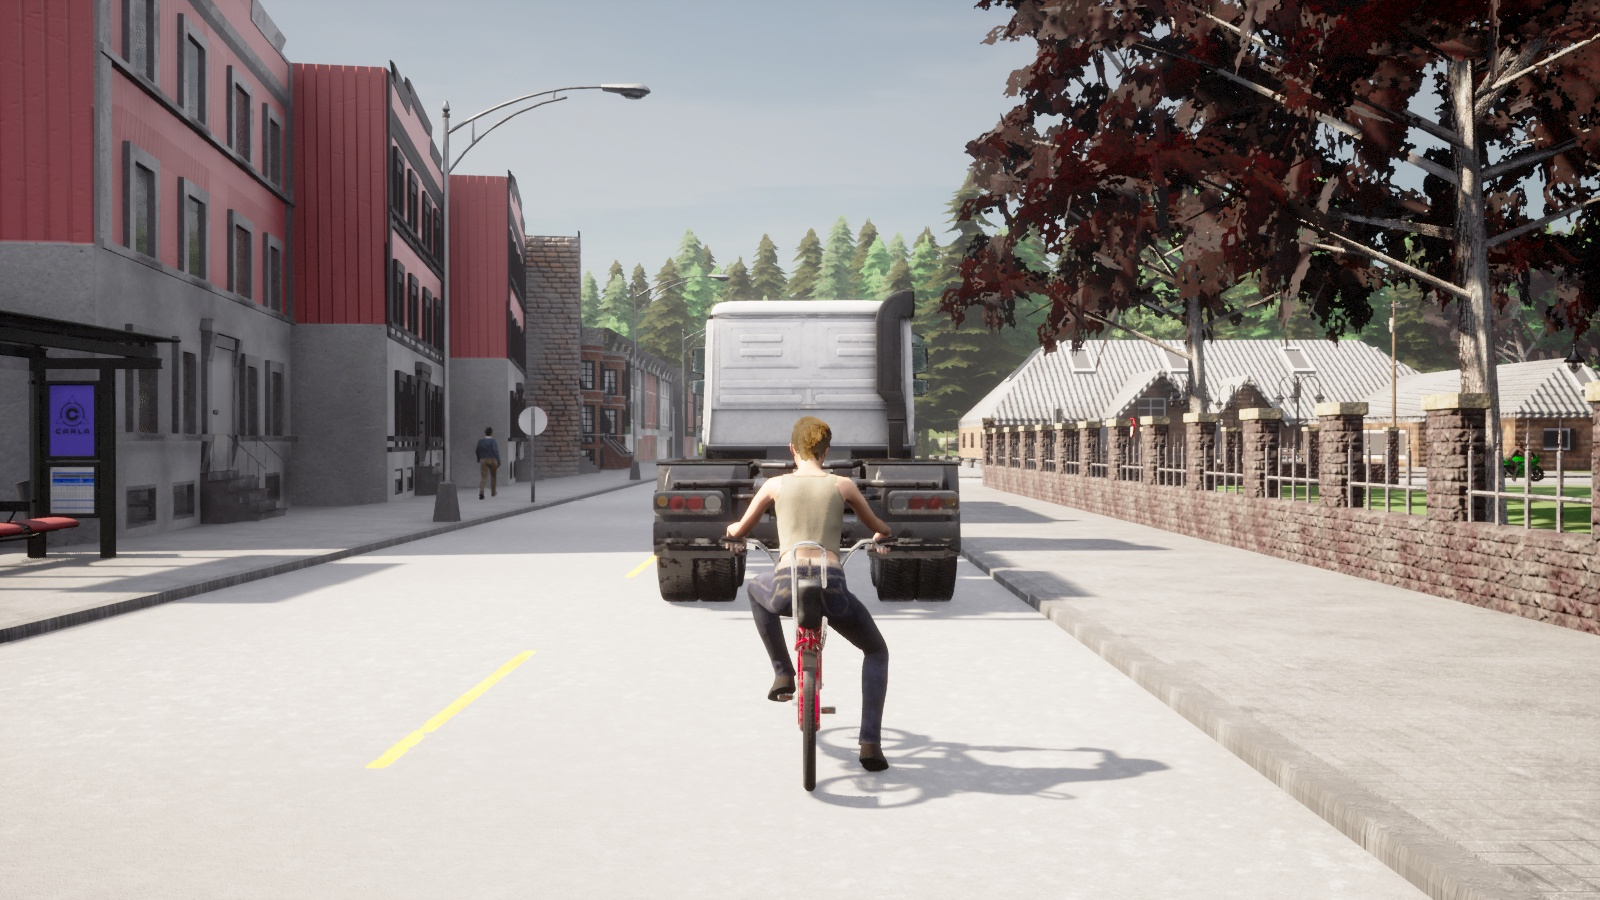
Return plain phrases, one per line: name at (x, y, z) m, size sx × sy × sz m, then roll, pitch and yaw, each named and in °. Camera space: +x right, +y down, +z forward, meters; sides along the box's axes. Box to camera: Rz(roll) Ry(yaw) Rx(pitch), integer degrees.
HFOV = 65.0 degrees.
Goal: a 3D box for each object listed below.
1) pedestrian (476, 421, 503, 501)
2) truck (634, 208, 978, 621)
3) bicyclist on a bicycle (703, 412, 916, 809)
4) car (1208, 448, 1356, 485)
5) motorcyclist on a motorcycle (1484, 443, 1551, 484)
pedestrian at (-7.747, 0.268, 31.318) m, size 0.423 × 1.949 × 0.788 m, roll 0°, pitch 0°, yaw 5°
truck at (0.095, -0.317, 14.519) m, size 2.891 × 3.462 × 7.936 m, roll 0°, pitch 0°, yaw 1°
bicyclist on a bicycle at (0.044, 0.650, 5.856) m, size 0.866 × 1.612 × 1.509 m, roll 0°, pitch 0°, yaw 0°
car at (17.769, 0.599, 46.425) m, size 4.718 × 1.301 × 1.895 m, roll 0°, pitch 0°, yaw -1°
motorcyclist on a motorcycle at (26.488, 0.488, 46.375) m, size 2.044 × 1.523 × 0.797 m, roll 0°, pitch 0°, yaw -1°
